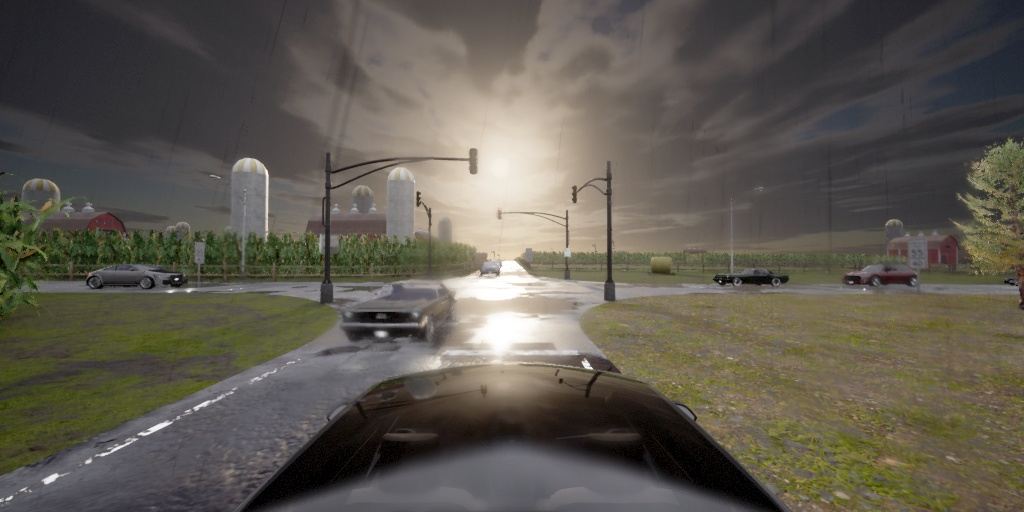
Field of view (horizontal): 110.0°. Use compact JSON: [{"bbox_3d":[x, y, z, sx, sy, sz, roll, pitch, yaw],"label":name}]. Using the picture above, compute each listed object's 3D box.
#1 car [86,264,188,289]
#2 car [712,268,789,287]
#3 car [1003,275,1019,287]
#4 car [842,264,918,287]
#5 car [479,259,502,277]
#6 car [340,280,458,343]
[{"bbox_3d":[-20.960,1.117,20.166,4.181,1.385,1.994,0,-1,-3],"label":"car"},{"bbox_3d":[17.410,1.566,26.318,4.718,1.301,1.895,1,-1,-4],"label":"car"},{"bbox_3d":[42.012,1.746,28.118,5.357,1.411,2.033,1,-1,-4],"label":"car"},{"bbox_3d":[27.678,1.413,27.051,4.553,1.767,2.097,1,-1,-4],"label":"car"},{"bbox_3d":[-2.341,1.303,36.813,1.812,1.442,4.674,0,0,-7],"label":"car"},{"bbox_3d":[-2.758,1.352,9.836,1.895,1.301,4.718,0,0,1],"label":"car"}]
